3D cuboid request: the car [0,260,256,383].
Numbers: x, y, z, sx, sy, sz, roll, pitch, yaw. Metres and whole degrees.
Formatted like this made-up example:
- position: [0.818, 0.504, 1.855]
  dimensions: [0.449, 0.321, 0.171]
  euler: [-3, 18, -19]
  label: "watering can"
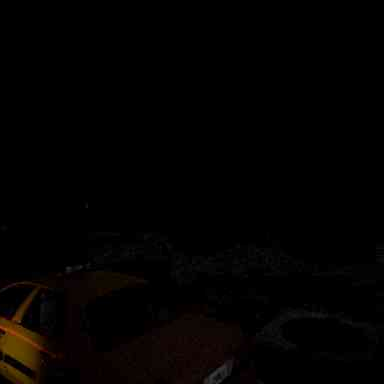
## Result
- position: [-1.621, 1.558, 4.247]
  dimensions: [4.829, 1.417, 1.752]
  euler: [0, -1, 37]
  label: "car"
